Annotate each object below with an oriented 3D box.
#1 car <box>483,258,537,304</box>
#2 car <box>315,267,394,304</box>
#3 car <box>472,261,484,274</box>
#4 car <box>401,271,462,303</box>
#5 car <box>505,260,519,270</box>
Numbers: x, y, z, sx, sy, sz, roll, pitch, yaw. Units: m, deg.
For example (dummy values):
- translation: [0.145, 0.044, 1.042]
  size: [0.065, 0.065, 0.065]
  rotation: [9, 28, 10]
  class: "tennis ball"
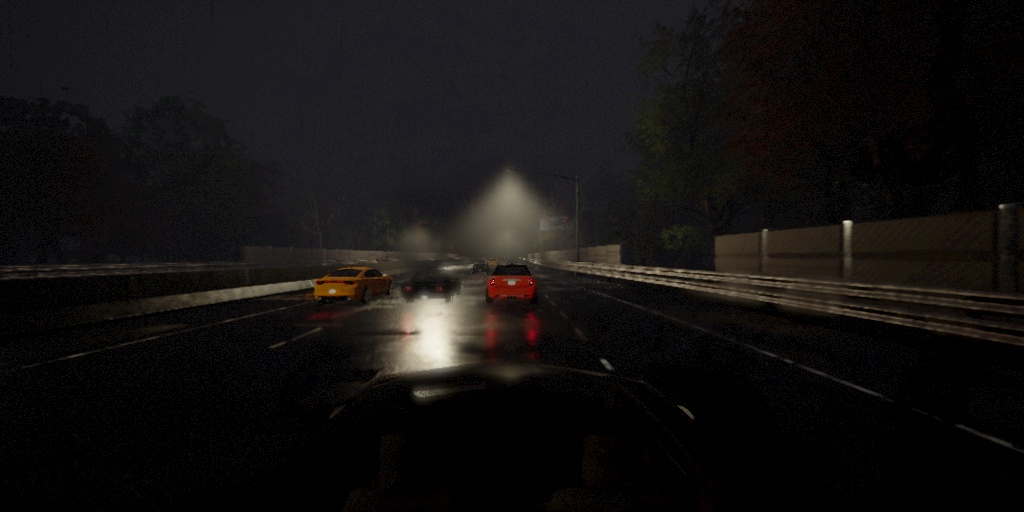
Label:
- translation: [-0.004, 1.110, 16.647]
  size: [2.097, 1.767, 4.553]
  rotation: [0, 0, 0]
  class: "car"
- translation: [-7.003, 1.236, 16.472]
  size: [1.882, 1.535, 5.008]
  rotation: [0, 0, 0]
  class: "car"
- translation: [-3.506, 1.279, 41.821]
  size: [1.837, 1.490, 4.892]
  rotation: [0, 0, 0]
  class: "car"
- translation: [-3.502, 1.359, 16.590]
  size: [1.895, 1.301, 4.718]
  rotation: [0, 0, 0]
  class: "car"
- translation: [-0.007, 1.345, 55.835]
  size: [1.994, 1.385, 4.181]
  rotation: [0, 0, 0]
  class: "car"
